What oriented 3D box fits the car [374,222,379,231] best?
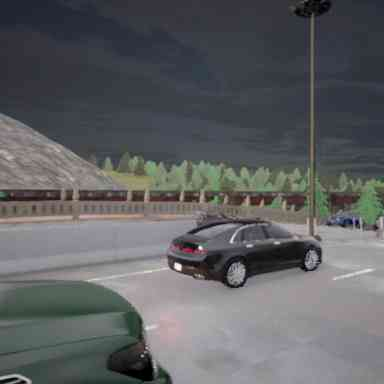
[{"bbox_3d":[22.030,3.748,36.781,5.008,1.535,1.882,9,-5,-35],"label":"car"}]

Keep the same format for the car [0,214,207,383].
[{"bbox_3d":[-2.800,1.220,1.751,5.566,2.045,2.150,0,0,-35],"label":"car"}]

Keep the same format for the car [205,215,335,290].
[{"bbox_3d":[1.649,1.518,9.224,4.892,1.490,1.837,0,0,-36],"label":"car"}]

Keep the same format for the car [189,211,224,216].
[{"bbox_3d":[0.390,1.647,17.128,4.718,1.301,1.895,1,-1,-35],"label":"car"}]

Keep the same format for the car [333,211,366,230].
[{"bbox_3d":[17.684,3.188,37.978,5.566,2.045,2.150,9,-5,-35],"label":"car"}]
